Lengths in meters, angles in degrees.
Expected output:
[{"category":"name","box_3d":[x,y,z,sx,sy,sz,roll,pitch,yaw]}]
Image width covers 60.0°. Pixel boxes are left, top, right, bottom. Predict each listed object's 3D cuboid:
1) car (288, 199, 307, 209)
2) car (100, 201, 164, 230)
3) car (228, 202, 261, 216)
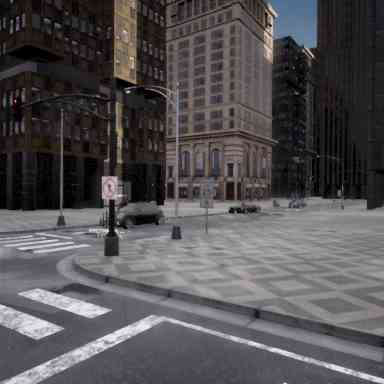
[{"category":"car","box_3d":[16.009,1.842,50.274,1.837,1.490,4.892,1,0,35]},{"category":"car","box_3d":[-3.918,1.442,22.238,2.097,1.767,4.553,1,0,35]},{"category":"car","box_3d":[5.713,1.790,35.871,1.895,1.301,4.718,1,0,35]}]
